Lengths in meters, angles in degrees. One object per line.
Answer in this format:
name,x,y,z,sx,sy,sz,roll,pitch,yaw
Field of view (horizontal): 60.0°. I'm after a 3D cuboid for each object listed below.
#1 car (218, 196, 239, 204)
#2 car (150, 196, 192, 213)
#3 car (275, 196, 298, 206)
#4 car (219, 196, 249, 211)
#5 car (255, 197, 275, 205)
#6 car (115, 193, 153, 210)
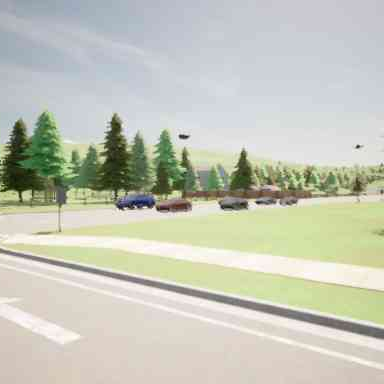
car,6.662,1.458,60.289,1.812,1.442,4.674,0,0,37
car,-1.947,1.425,36.805,1.882,1.535,5.008,0,0,36
car,16.129,1.484,55.412,2.128,1.511,4.902,0,0,36
car,5.215,1.433,40.660,1.882,1.535,5.008,0,0,36
car,12.633,1.496,56.582,2.033,1.411,5.357,0,0,37
car,-7.024,1.153,41.718,2.150,2.045,5.566,0,0,36
